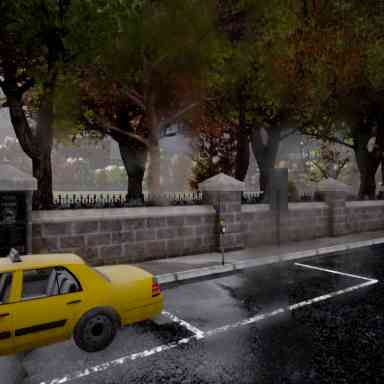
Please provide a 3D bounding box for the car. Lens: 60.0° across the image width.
[{"bbox_3d":[-2.749,1.525,4.598,4.829,1.417,1.752,0,0,-35],"label":"car"}]
